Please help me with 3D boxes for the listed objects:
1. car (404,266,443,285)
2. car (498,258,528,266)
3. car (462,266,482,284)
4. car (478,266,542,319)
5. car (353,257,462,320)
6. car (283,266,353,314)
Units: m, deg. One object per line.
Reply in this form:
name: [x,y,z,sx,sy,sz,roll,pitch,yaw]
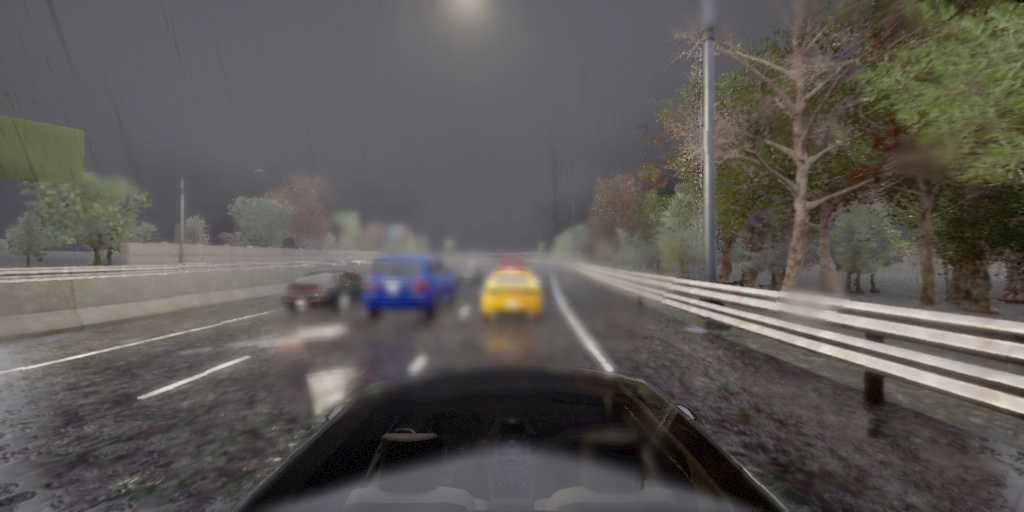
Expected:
car: [-6.956,1.528,28.688,1.895,1.301,4.718,0,0,0]
car: [0.040,1.147,28.194,2.150,2.045,5.566,0,0,1]
car: [-3.450,1.497,29.363,1.994,1.385,4.181,0,0,0]
car: [0.038,1.301,13.283,1.882,1.535,5.008,0,0,1]
car: [-3.462,1.046,13.198,2.150,2.045,5.566,0,0,1]
car: [-6.952,1.337,14.328,1.837,1.490,4.892,0,0,0]
